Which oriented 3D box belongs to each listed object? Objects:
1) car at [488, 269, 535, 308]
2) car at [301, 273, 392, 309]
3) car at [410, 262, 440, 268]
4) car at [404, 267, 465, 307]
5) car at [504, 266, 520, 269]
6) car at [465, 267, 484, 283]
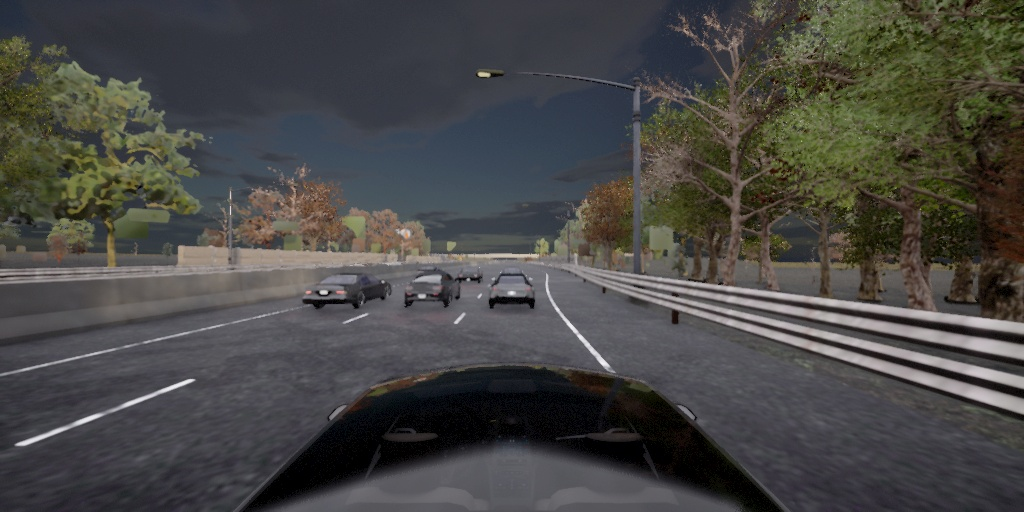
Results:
[{"bbox_3d":[0.002,1.454,16.157,1.994,1.385,4.181,0,-1,0],"label":"car"},{"bbox_3d":[-7.000,1.434,15.847,2.033,1.411,5.357,0,-1,0],"label":"car"},{"bbox_3d":[-6.999,1.535,31.146,2.128,1.511,4.902,0,0,0],"label":"car"},{"bbox_3d":[-3.496,1.416,16.245,1.812,1.442,4.674,0,0,0],"label":"car"},{"bbox_3d":[-0.002,1.587,30.847,2.033,1.411,5.357,0,-1,0],"label":"car"},{"bbox_3d":[-3.501,1.641,30.963,1.895,1.301,4.718,0,-1,0],"label":"car"}]
